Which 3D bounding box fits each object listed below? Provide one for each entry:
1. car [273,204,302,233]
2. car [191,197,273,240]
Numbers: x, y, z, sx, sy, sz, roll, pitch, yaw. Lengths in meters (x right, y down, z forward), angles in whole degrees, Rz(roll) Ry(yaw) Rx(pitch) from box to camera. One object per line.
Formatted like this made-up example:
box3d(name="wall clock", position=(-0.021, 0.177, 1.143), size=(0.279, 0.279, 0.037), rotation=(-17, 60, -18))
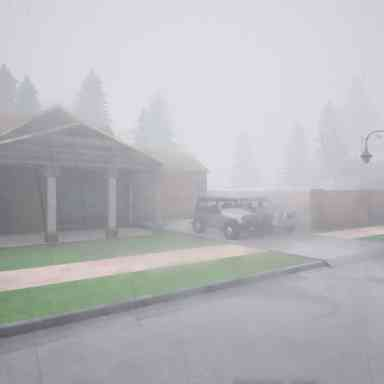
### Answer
box3d(name="car", position=(3.434, 1.174, 17.762), size=(1.932, 1.855, 4.605), rotation=(0, 0, -36))
box3d(name="car", position=(1.614, 1.176, 15.984), size=(1.905, 1.878, 3.866), rotation=(0, 0, -36))
